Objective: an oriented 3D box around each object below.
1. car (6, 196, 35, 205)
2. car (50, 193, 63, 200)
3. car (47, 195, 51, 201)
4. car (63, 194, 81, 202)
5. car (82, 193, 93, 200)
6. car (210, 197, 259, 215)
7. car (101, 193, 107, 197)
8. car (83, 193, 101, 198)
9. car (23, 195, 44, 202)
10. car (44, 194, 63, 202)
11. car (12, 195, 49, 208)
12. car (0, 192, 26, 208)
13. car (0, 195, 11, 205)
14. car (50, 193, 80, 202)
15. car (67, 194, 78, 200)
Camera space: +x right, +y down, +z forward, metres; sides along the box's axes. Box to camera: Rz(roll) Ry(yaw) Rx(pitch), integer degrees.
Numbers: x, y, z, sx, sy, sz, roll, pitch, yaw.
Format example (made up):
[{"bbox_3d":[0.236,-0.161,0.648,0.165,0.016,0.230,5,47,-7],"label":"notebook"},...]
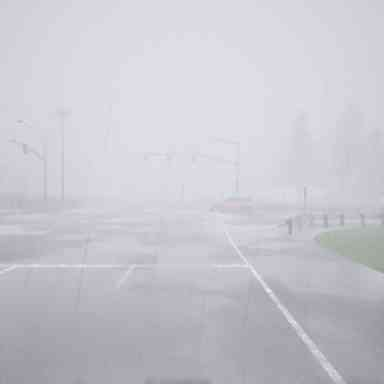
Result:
[{"bbox_3d":[-28.157,1.329,54.781,2.033,1.411,5.357,0,0,0],"label":"car"},{"bbox_3d":[-32.663,1.023,80.455,2.097,1.767,4.553,0,0,-10],"label":"car"},{"bbox_3d":[-24.664,1.269,55.767,2.128,1.511,4.902,0,0,0],"label":"car"},{"bbox_3d":[-24.620,1.199,68.447,1.882,1.535,5.008,0,0,0],"label":"car"},{"bbox_3d":[-26.067,1.135,83.032,1.882,1.535,5.008,0,0,-10],"label":"car"},{"bbox_3d":[4.041,1.237,32.282,4.553,1.767,2.097,0,0,27],"label":"car"},{"bbox_3d":[-22.650,1.009,83.801,2.097,1.767,4.553,0,0,-10],"label":"car"},{"bbox_3d":[-21.138,1.195,69.336,1.882,1.535,5.008,0,0,0],"label":"car"},{"bbox_3d":[-31.612,1.325,66.586,1.895,1.301,4.718,0,0,0],"label":"car"},{"bbox_3d":[-28.114,1.224,67.806,1.837,1.490,4.892,0,0,0],"label":"car"},{"bbox_3d":[-21.167,1.431,43.839,1.895,1.301,4.718,0,0,0],"label":"car"},{"bbox_3d":[-24.668,1.044,45.433,2.150,2.045,5.566,0,0,0],"label":"car"},{"bbox_3d":[-31.656,1.279,53.619,2.128,1.511,4.902,0,0,0],"label":"car"},{"bbox_3d":[-21.169,1.326,55.598,2.033,1.411,5.357,0,0,0],"label":"car"},{"bbox_3d":[-29.349,1.163,81.675,1.837,1.490,4.892,0,0,-10],"label":"car"}]
